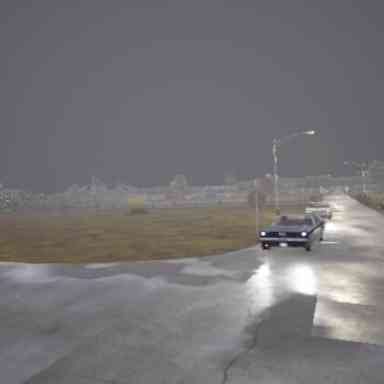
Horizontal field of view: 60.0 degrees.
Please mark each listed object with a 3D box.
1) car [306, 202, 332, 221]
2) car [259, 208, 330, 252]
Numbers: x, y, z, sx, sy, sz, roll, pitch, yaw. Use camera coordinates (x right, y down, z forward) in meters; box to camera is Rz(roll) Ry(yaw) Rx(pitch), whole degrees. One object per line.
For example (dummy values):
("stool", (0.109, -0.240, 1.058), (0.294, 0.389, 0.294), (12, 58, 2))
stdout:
("car", (9.836, 1.455, 25.832), (1.895, 1.301, 4.718), (-3, -1, 23))
("car", (4.281, 1.557, 13.773), (1.895, 1.301, 4.718), (-3, -1, 29))
